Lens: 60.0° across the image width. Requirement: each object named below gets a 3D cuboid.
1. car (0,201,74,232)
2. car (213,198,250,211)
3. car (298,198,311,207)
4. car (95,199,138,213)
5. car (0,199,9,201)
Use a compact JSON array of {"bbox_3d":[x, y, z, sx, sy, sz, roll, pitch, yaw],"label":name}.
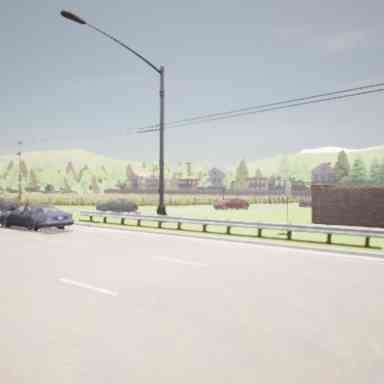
[{"bbox_3d":[-8.983,1.417,18.994,5.357,1.411,2.033,1,0,35],"label":"car"},{"bbox_3d":[4.655,1.391,39.234,4.674,1.442,1.812,0,0,-29],"label":"car"},{"bbox_3d":[16.757,1.471,46.049,4.181,1.385,1.994,0,0,-30],"label":"car"},{"bbox_3d":[-7.586,1.381,33.553,4.181,1.385,1.994,0,0,-19],"label":"car"},{"bbox_3d":[-18.955,1.322,32.002,4.181,1.385,1.994,0,0,2],"label":"car"}]
